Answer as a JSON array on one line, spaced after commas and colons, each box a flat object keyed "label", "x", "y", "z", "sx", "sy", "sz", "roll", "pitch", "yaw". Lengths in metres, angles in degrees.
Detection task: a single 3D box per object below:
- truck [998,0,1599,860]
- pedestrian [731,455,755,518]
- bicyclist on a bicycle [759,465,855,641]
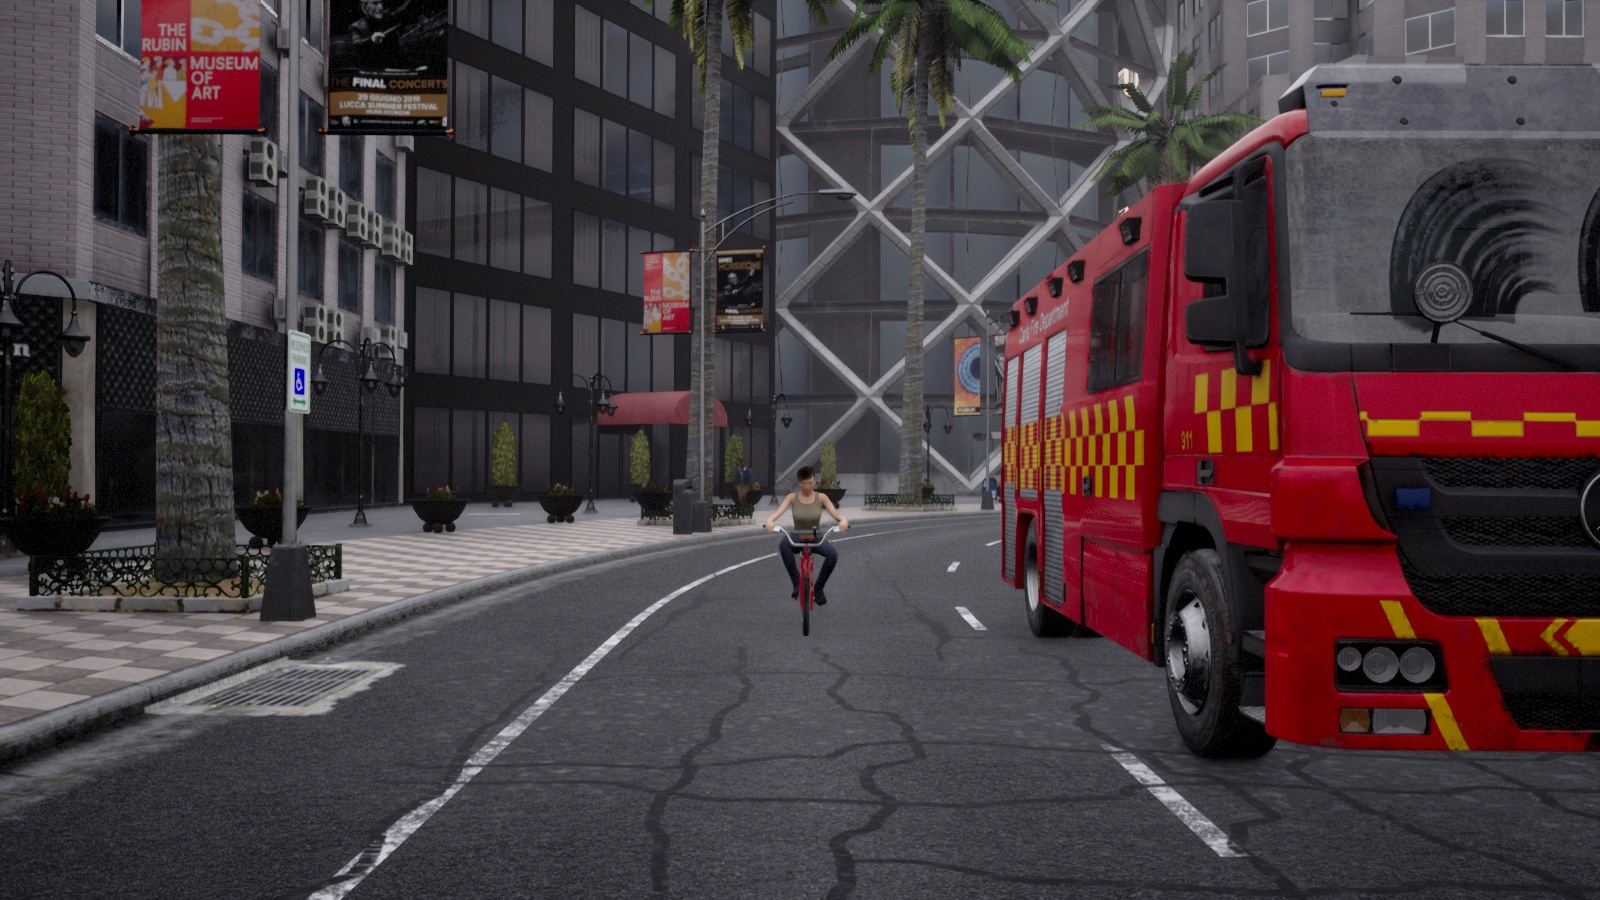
[{"label": "truck", "x": 3.555, "y": -0.208, "z": 9.273, "sx": 2.891, "sy": 3.827, "sz": 8.468, "roll": 0, "pitch": -1, "yaw": 1}, {"label": "pedestrian", "x": -1.788, "y": 1.147, "z": 39.635, "sx": 0.423, "sy": 1.949, "sz": 0.788, "roll": -1, "pitch": -1, "yaw": 25}, {"label": "bicyclist on a bicycle", "x": 0.073, "y": 0.958, "z": 12.294, "sx": 0.866, "sy": 1.612, "sz": 1.509, "roll": 0, "pitch": -1, "yaw": 1}]
